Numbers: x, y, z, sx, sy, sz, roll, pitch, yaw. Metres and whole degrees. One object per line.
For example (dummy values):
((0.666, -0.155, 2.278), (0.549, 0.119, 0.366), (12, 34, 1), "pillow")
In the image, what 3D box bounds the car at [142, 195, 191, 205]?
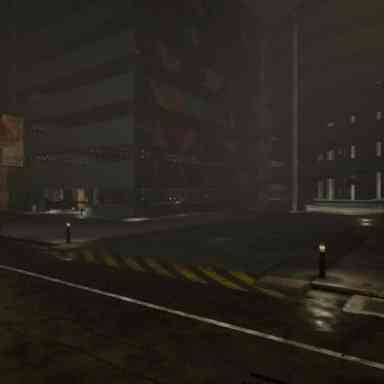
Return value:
((-2.712, 1.320, 34.498), (4.674, 1.452, 2.002), (0, 0, 35), "car")

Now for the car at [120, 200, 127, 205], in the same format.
((-8.033, 1.463, 47.401), (4.718, 1.301, 1.895), (0, 0, 35), "car")

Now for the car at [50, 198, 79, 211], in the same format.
((-15.056, 1.413, 38.158), (4.786, 1.482, 2.161), (0, 0, 35), "car")

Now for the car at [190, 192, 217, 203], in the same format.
((1.944, 1.029, 63.001), (5.566, 2.045, 2.435), (0, 0, 35), "car")
